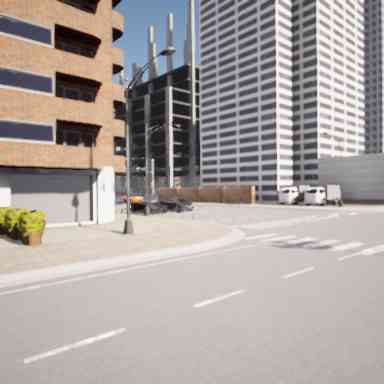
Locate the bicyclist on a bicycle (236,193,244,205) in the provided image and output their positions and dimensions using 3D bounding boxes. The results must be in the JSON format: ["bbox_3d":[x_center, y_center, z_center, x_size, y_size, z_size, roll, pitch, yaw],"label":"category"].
[{"bbox_3d":[6.255,0.880,43.537,1.656,1.620,0.582,-2,1,-41],"label":"bicyclist on a bicycle"}]

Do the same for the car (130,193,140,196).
[{"bbox_3d":[-10.066,1.022,54.715,2.097,1.767,4.553,-1,1,-41],"label":"car"}]

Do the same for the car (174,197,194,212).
[{"bbox_3d":[-1.800,1.263,34.563,1.837,1.490,4.892,-1,1,-41],"label":"car"}]

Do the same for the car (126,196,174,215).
[{"bbox_3d":[-4.070,1.374,31.845,1.994,1.385,4.181,-1,1,-41],"label":"car"}]

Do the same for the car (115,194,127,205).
[{"bbox_3d":[-12.713,1.270,52.429,2.033,1.411,5.357,-1,1,-41],"label":"car"}]
